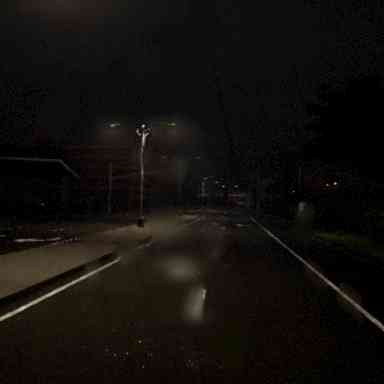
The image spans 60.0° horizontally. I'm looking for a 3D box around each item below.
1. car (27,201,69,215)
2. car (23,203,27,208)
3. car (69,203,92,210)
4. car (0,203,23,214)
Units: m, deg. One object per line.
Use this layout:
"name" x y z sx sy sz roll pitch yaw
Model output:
"car" -18.641 2.092 43.296 2.242 1.667 4.611 1 -2 7
"car" -32.879 2.532 68.665 4.553 1.767 2.097 1 -2 6
"car" -22.992 2.979 67.629 4.718 1.301 1.895 1 -2 6
"car" -24.438 2.112 43.222 1.970 1.475 3.806 1 -2 7
